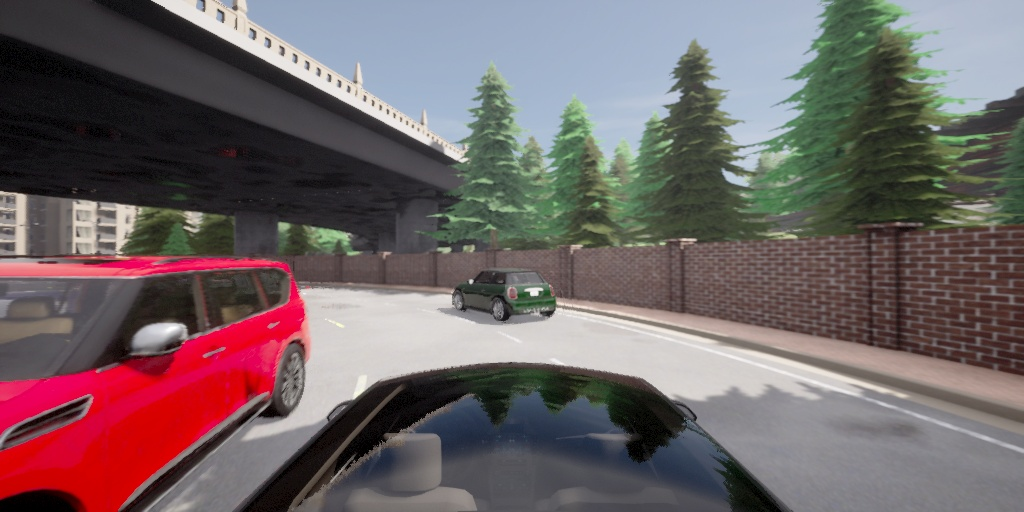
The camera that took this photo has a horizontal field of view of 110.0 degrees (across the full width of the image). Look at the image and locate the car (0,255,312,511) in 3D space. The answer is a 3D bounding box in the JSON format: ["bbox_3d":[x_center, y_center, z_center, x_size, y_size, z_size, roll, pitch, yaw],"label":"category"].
[{"bbox_3d":[-3.560,1.005,2.934,2.150,2.045,5.566,1,-1,-11],"label":"car"}]

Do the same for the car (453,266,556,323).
[{"bbox_3d":[-0.459,1.245,13.246,2.097,1.767,4.553,0,-1,-33],"label":"car"}]

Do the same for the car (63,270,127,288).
[{"bbox_3d":[-34.320,1.876,29.516,4.718,1.301,1.895,-1,-1,20],"label":"car"}]

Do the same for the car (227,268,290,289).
[{"bbox_3d":[-19.322,1.693,27.341,4.674,1.442,1.812,-1,-1,25],"label":"car"}]

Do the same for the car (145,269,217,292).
[{"bbox_3d":[-23.296,1.667,25.223,4.892,1.490,1.837,-1,-1,23],"label":"car"}]
